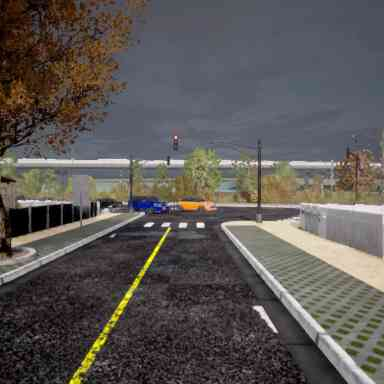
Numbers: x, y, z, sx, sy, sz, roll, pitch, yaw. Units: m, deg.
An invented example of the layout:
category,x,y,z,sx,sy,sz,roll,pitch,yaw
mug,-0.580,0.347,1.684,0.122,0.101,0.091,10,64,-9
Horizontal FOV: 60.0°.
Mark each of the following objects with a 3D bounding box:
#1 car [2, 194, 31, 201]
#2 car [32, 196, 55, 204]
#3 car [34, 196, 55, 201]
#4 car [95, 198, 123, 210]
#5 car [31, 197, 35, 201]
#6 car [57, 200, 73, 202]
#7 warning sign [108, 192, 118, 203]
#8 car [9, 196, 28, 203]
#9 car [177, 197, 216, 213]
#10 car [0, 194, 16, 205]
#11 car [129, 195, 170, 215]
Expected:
category,x,y,z,sx,sy,sz,roll,pitch,yaw
car,-29.639,1.728,55.708,4.553,1.767,2.097,0,2,36
car,-30.570,1.623,68.506,4.902,1.511,2.128,-1,2,36
car,-23.711,1.831,55.407,4.718,1.301,1.895,-1,2,36
car,-11.805,1.604,46.747,5.008,1.535,1.882,-1,2,36
car,-32.480,1.738,65.882,4.902,1.511,2.128,-1,2,36
car,-16.106,1.784,45.850,4.674,1.442,1.812,0,2,36
warning sign,-14.285,0.993,60.228,1.060,1.860,1.300,2,1,36
car,-39.011,1.583,74.626,4.892,1.490,1.837,-1,2,36
car,0.517,1.372,37.791,4.553,1.767,2.097,-1,2,36
car,-36.884,1.440,65.044,5.566,2.045,2.150,-1,2,36
car,-4.875,1.396,37.115,2.150,2.045,5.566,-2,1,-45
